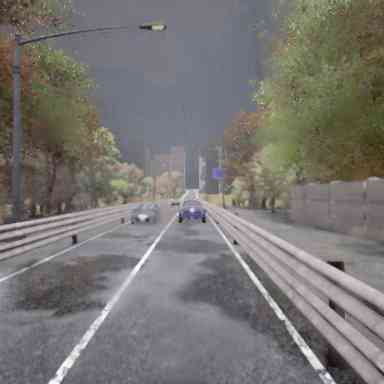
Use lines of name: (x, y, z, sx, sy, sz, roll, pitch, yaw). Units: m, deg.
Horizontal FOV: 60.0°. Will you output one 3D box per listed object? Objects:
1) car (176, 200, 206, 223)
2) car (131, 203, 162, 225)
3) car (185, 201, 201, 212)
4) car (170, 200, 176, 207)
car: (0.036, 1.453, 26.914, 2.097, 1.767, 4.553, 0, -1, 1)
car: (-3.344, 1.577, 24.984, 2.128, 1.511, 4.902, 0, 0, 0)
car: (0.081, 1.868, 43.500, 1.994, 1.385, 4.181, 0, -1, 0)
car: (-3.243, 2.340, 66.314, 1.895, 1.301, 4.718, 0, -1, 0)
